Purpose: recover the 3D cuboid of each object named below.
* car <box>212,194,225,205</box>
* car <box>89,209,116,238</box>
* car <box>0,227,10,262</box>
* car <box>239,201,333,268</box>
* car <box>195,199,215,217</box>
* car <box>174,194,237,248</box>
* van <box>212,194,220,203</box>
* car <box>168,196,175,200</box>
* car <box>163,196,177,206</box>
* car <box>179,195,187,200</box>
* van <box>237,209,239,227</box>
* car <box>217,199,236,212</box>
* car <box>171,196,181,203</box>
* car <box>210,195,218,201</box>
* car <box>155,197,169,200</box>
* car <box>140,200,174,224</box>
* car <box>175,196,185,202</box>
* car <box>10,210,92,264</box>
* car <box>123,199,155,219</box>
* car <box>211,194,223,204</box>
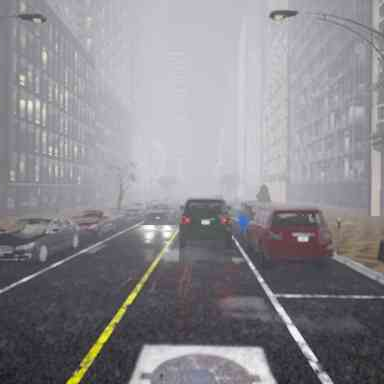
[{"bbox_3d":[4.894,1.379,62.390,2.192,1.841,5.009,0,0,2],"label":"car"},{"bbox_3d":[-5.117,1.561,17.252,1.802,1.307,4.206,0,0,2],"label":"car"},{"bbox_3d":[-5.526,1.515,5.892,1.887,1.381,4.507,0,0,2],"label":"car"},{"bbox_3d":[3.052,1.340,11.270,2.192,1.841,5.009,0,0,2],"label":"car"},{"bbox_3d":[1.260,1.531,33.210,1.837,1.490,4.892,0,0,2],"label":"car"},{"bbox_3d":[0.609,1.235,15.139,2.150,2.045,5.566,0,0,2],"label":"car"},{"bbox_3d":[5.304,1.413,73.750,1.690,1.788,3.998,0,0,2],"label":"van"},{"bbox_3d":[-3.889,1.587,51.331,1.802,1.307,4.206,0,0,2],"label":"car"},{"bbox_3d":[-3.685,1.449,57.011,1.967,1.590,4.097,0,0,2],"label":"car"},{"bbox_3d":[-2.457,1.581,91.091,2.008,1.369,4.403,0,0,2],"label":"car"},{"bbox_3d":[3.257,1.371,16.950,1.690,1.788,3.998,0,0,2],"label":"van"},{"bbox_3d":[4.077,1.598,39.669,2.008,1.369,4.403,0,0,2],"label":"car"},{"bbox_3d":[-3.281,1.542,68.202,1.752,1.417,4.829,0,0,2],"label":"car"},{"bbox_3d":[5.917,1.522,90.790,1.967,1.590,4.097,0,0,2],"label":"car"},{"bbox_3d":[-4.298,1.547,39.971,2.008,1.369,4.403,0,0,2],"label":"car"},{"bbox_3d":[-2.250,1.564,24.394,1.994,1.385,4.181,0,0,2],"label":"car"},{"bbox_3d":[-2.866,1.590,79.731,1.947,1.339,4.313,0,0,2],"label":"car"},{"bbox_3d":[-5.322,1.525,11.572,2.008,1.369,4.403,0,0,2],"label":"car"},{"bbox_3d":[-4.708,1.539,28.612,2.008,1.369,4.403,0,0,2],"label":"car"},{"bbox_3d":[5.099,1.383,68.070,2.192,1.841,5.009,0,0,2],"label":"car"}]
